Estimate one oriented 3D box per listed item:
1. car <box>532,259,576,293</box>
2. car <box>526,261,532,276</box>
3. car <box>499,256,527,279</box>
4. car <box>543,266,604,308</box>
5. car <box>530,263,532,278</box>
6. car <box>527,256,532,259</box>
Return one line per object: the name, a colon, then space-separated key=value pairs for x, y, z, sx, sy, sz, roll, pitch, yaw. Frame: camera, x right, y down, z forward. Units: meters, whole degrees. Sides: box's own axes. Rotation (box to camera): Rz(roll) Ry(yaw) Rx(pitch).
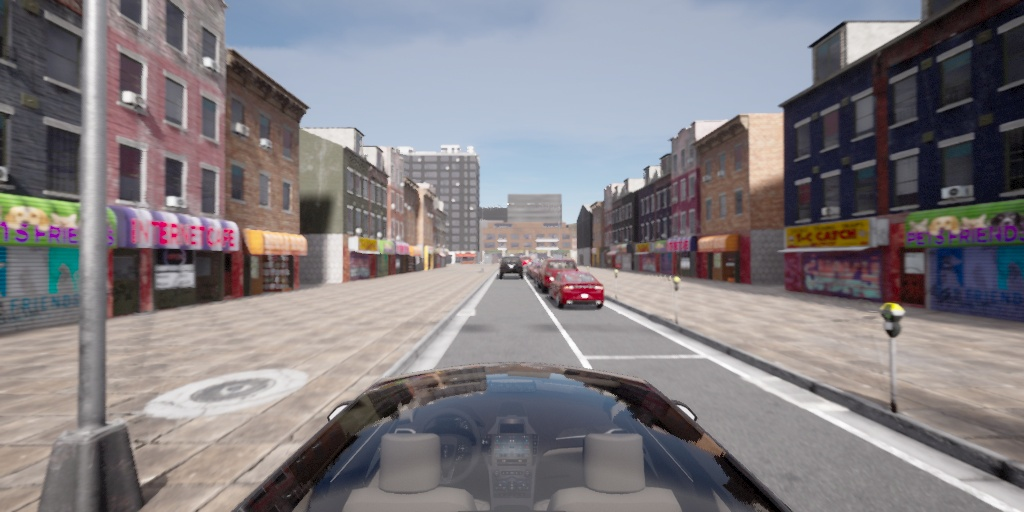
car: x=2.550 y=1.066 z=20.468 sx=2.192 sy=1.841 sz=5.009 roll=0 pitch=0 yaw=0
car: x=2.492 y=1.348 z=31.342 sx=1.802 sy=1.307 sz=4.207 roll=0 pitch=0 yaw=0
car: x=-0.059 y=1.004 z=33.286 sx=2.150 sy=2.045 sz=5.566 roll=0 pitch=0 yaw=0
car: x=2.579 y=1.292 z=15.031 sx=1.888 sy=1.381 sz=4.507 roll=0 pitch=0 yaw=0
car: x=2.521 y=1.340 z=25.905 sx=1.802 sy=1.307 sz=4.207 roll=0 pitch=0 yaw=0
car: x=2.434 y=1.062 z=62.562 sx=2.150 sy=2.045 sz=5.566 roll=0 pitch=0 yaw=0
